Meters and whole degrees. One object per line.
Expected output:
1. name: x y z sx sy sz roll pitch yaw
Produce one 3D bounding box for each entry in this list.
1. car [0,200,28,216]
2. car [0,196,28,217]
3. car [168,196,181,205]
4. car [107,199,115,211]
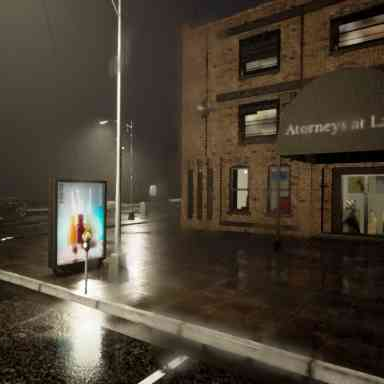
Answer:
1. car: -17.745 1.429 30.348 1.895 1.301 4.718 1 1 33
2. car: -16.006 1.232 27.136 2.097 1.767 4.553 1 1 35
3. car: -1.630 1.267 52.434 1.895 1.301 4.718 1 1 36
4. car: -10.218 1.344 35.163 1.812 1.442 4.674 1 1 36
